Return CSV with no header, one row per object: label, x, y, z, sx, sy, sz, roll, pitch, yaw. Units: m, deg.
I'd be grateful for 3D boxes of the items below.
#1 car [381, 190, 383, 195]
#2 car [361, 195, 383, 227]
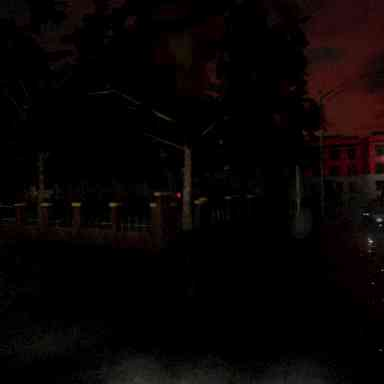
car,17.268,0.744,28.405,2.150,2.045,5.566,-2,0,35
car,11.296,1.179,19.668,2.128,1.511,4.902,-2,0,34
